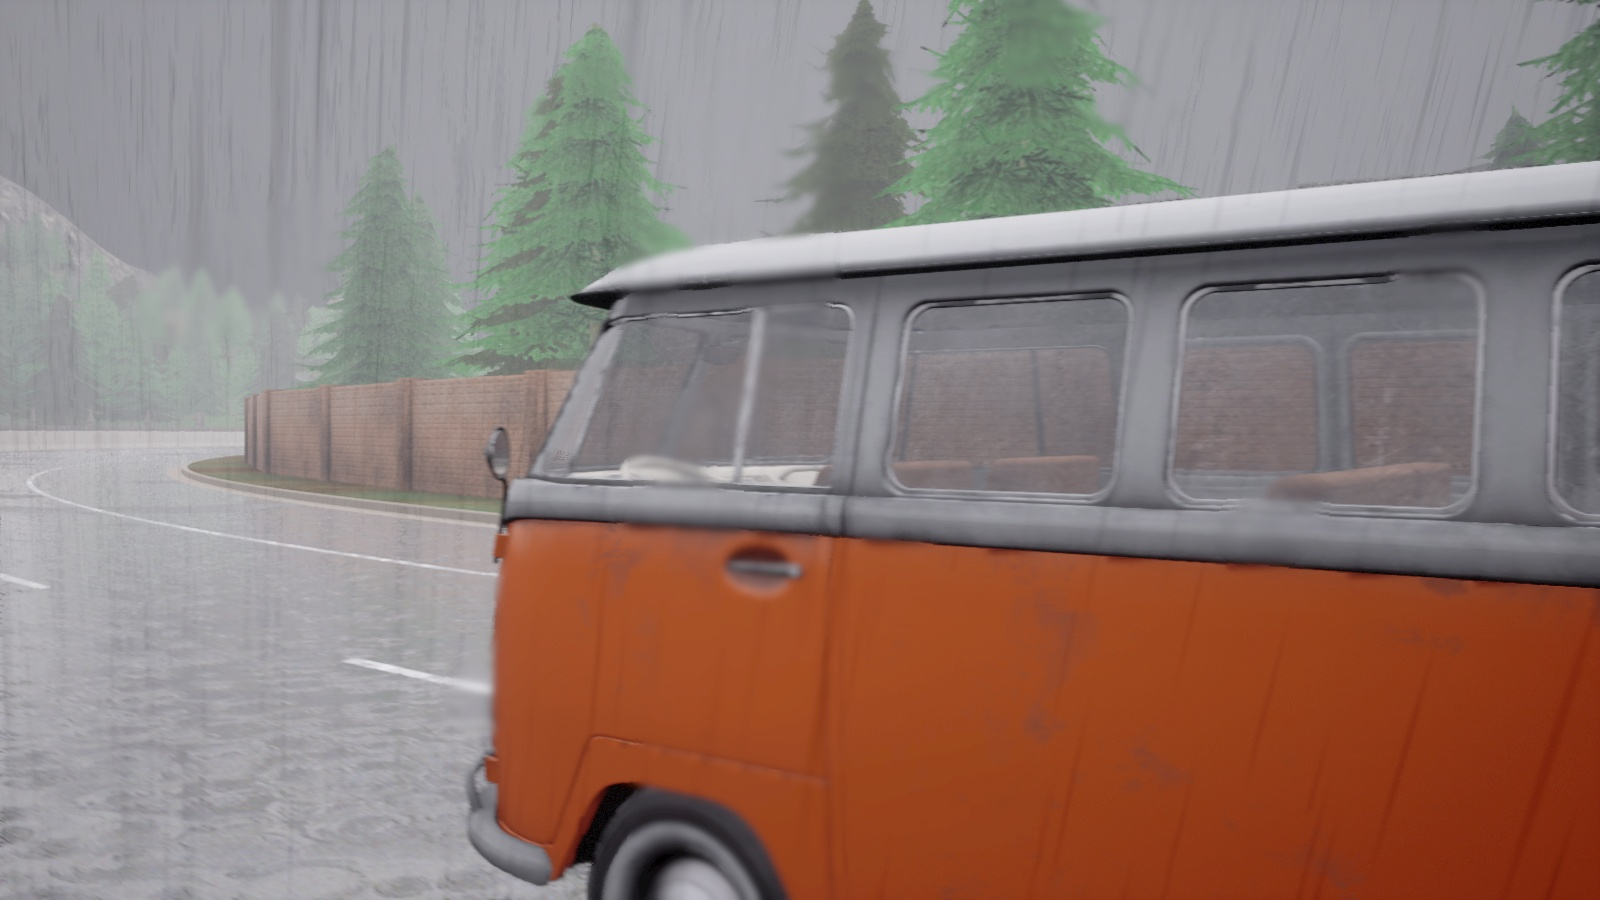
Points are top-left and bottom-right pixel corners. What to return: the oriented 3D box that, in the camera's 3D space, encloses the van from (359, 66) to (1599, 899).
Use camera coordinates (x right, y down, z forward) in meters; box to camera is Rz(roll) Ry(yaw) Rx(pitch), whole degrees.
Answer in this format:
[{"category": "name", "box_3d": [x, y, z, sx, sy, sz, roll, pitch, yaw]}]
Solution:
[{"category": "van", "box_3d": [1.169, 0.436, 2.834, 4.442, 1.987, 1.775, 0, 1, 35]}]
